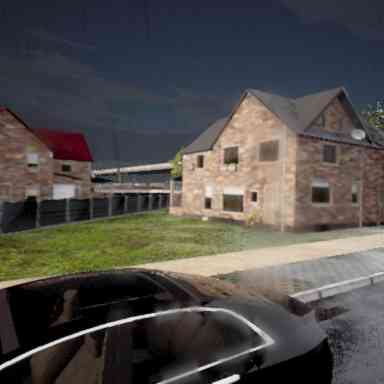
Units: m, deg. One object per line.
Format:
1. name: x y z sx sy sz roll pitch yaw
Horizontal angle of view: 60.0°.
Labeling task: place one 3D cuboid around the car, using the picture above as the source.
1. car: -1.014 1.474 2.458 4.892 1.490 1.837 0 0 -32
